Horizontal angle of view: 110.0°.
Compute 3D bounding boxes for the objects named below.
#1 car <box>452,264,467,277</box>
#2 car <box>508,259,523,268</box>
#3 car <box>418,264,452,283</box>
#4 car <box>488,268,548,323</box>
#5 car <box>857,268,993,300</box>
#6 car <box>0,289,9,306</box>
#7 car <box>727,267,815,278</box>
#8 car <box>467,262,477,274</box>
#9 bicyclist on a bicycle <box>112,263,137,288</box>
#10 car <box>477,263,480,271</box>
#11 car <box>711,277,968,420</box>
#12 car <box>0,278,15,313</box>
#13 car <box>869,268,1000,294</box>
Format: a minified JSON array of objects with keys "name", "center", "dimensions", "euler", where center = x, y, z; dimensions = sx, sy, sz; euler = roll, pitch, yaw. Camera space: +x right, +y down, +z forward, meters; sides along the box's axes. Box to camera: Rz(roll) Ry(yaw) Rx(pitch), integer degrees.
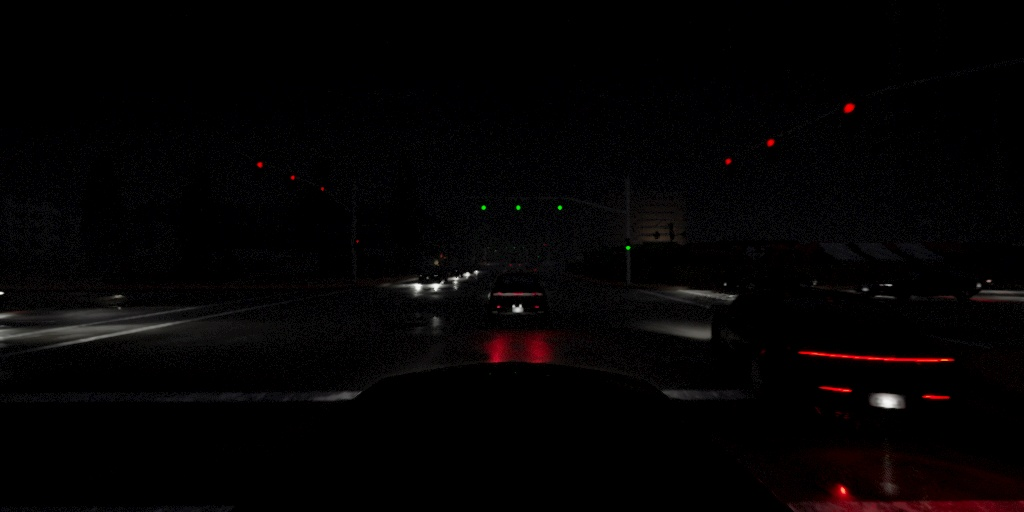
[{"name":"car","center":[-6.808,1.678,41.598],"dimensions":[1.812,1.442,4.674],"euler":[0,-1,1]},{"name":"car","center":[0.488,1.506,56.898],"dimensions":[2.150,2.045,5.566],"euler":[0,-1,0]},{"name":"car","center":[-6.883,1.562,31.777],"dimensions":[1.837,1.490,4.892],"euler":[0,-1,0]},{"name":"car","center":[0.185,1.348,12.690],"dimensions":[2.128,1.511,4.902],"euler":[0,-1,0]},{"name":"car","center":[19.566,1.351,17.434],"dimensions":[4.902,1.511,2.128],"euler":[0,-1,-1]},{"name":"car","center":[-17.426,1.358,9.738],"dimensions":[4.902,1.511,2.128],"euler":[0,-1,-2]},{"name":"car","center":[14.873,1.409,20.914],"dimensions":[4.892,1.490,1.837],"euler":[0,-1,1]},{"name":"car","center":[-6.698,1.814,51.641],"dimensions":[1.994,1.385,4.181],"euler":[0,-1,1]},{"name":"bicyclist on a bicycle","center":[-26.219,1.328,24.278],"dimensions":[0.582,1.620,1.656],"euler":[0,0,-3]},{"name":"car","center":[-6.577,1.854,61.823],"dimensions":[1.837,1.490,4.892],"euler":[0,-1,0]},{"name":"car","center":[4.759,1.288,6.074],"dimensions":[1.837,1.490,4.892],"euler":[-2,-1,19]},{"name":"car","center":[-21.836,1.509,13.054],"dimensions":[4.718,1.301,1.895],"euler":[0,-1,-2]},{"name":"car","center":[24.612,1.431,21.028],"dimensions":[5.357,1.411,2.033],"euler":[0,-1,-1]}]
